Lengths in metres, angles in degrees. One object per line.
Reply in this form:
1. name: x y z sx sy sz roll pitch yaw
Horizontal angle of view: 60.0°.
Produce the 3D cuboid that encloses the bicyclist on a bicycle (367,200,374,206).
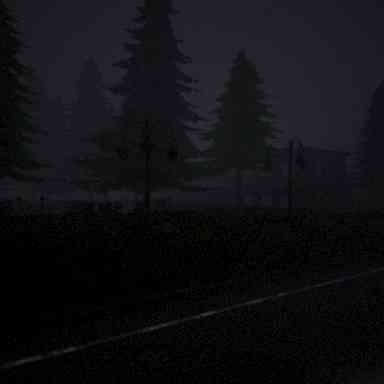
1. bicyclist on a bicycle: 24.368 1.893 45.342 1.656 1.620 0.582 0 0 -29
